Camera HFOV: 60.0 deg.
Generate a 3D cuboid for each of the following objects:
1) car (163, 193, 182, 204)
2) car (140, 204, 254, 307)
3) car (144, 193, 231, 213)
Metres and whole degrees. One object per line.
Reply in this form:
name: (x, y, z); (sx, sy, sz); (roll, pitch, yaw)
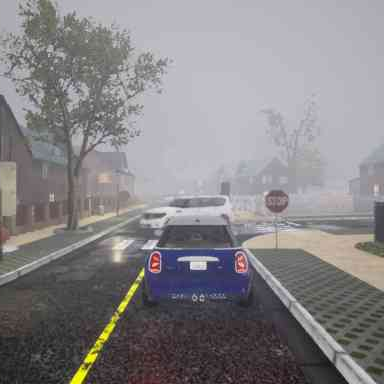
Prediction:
car: (-4.027, 1.296, 68.148); (2.150, 2.045, 5.566); (0, 0, -24)
car: (0.117, 1.350, 8.133); (2.097, 1.767, 4.553); (0, 0, 0)
car: (-0.131, 1.217, 18.640); (5.566, 2.045, 2.150); (0, -2, -35)
